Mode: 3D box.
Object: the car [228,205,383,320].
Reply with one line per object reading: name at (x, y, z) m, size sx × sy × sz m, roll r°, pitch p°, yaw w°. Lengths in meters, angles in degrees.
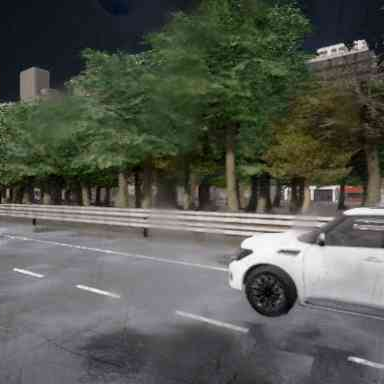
car at (3.385, 1.222, 5.753) m, size 5.566 × 2.045 × 2.150 m, roll 0°, pitch 0°, yaw 36°
